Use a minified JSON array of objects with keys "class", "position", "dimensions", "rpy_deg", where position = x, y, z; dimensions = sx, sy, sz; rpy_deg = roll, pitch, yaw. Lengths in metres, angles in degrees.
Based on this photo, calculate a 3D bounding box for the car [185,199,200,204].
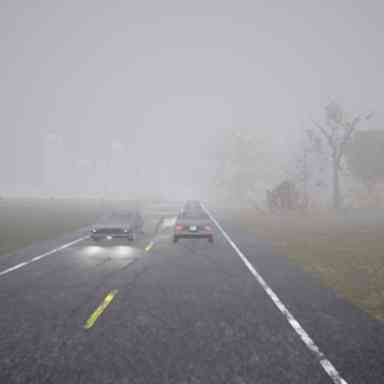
[{"class":"car","position":[0.095,1.550,41.234],"dimensions":[1.994,1.385,4.181],"rpy_deg":[0,0,0]}]

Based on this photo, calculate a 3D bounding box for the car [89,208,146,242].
[{"class":"car","position":[-3.501,1.542,16.739],"dimensions":[2.033,1.411,5.357],"rpy_deg":[0,0,0]}]

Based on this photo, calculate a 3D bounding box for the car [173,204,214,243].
[{"class":"car","position":[0.065,1.542,16.158],"dimensions":[2.033,1.411,5.357],"rpy_deg":[0,0,0]}]
